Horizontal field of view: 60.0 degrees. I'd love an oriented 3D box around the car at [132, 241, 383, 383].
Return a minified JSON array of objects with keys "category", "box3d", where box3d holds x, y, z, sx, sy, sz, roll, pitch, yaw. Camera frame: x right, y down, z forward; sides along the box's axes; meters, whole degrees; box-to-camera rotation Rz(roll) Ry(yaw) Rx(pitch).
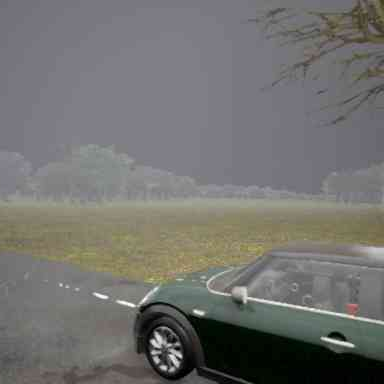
[{"category":"car","box3d":[1.410,1.411,4.077,4.553,1.767,2.097,0,-1,35]}]
